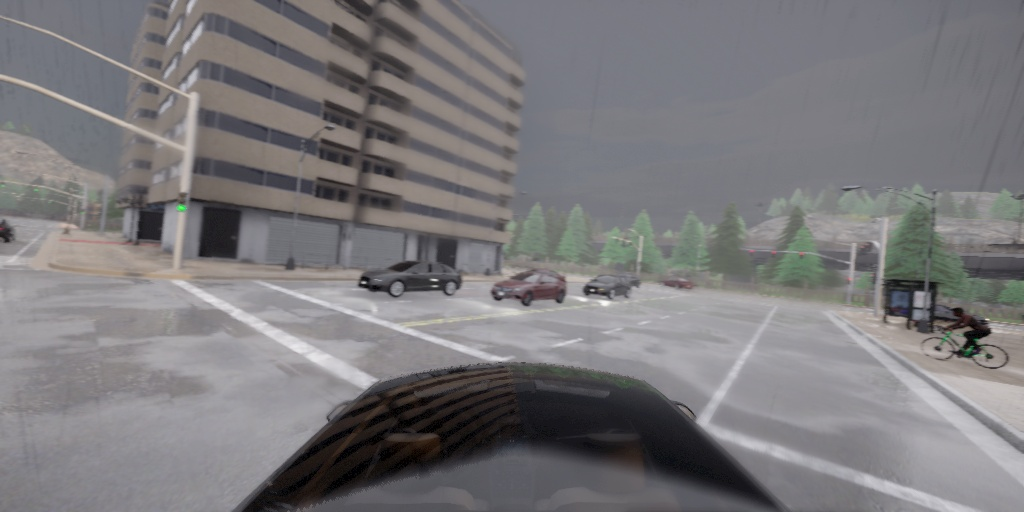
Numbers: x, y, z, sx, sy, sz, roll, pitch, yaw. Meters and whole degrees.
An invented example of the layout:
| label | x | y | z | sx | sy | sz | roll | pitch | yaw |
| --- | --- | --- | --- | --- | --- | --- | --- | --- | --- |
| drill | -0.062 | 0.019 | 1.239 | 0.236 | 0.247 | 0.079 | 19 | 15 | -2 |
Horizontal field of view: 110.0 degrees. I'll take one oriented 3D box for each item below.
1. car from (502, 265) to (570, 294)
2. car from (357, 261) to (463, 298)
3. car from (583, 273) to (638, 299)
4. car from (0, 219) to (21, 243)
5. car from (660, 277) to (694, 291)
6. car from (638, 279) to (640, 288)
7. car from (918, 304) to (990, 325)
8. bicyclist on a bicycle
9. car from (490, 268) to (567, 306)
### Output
| label | x | y | z | sx | sy | sz | roll | pitch | yaw |
| --- | --- | --- | --- | --- | --- | --- | --- | --- | --- |
| car | 1.732 | 1.549 | 23.792 | 1.882 | 1.535 | 5.008 | 5 | 0 | 38 |
| car | -4.332 | 0.948 | 15.991 | 1.837 | 1.490 | 4.892 | 5 | -1 | 38 |
| car | 6.534 | 2.031 | 24.284 | 1.837 | 1.490 | 4.892 | 5 | 0 | 38 |
| car | -33.025 | -1.706 | 22.673 | 4.892 | 1.490 | 1.837 | 5 | -1 | 39 |
| car | 21.583 | 3.549 | 47.132 | 1.882 | 1.535 | 5.008 | 6 | 0 | -12 |
| car | 11.431 | 2.433 | 36.139 | 1.994 | 1.385 | 4.181 | 5 | -1 | 38 |
| car | 35.908 | 4.830 | 30.368 | 5.357 | 1.411 | 2.033 | 5 | -1 | 40 |
| bicyclist on a bicycle | 13.174 | 2.352 | 10.448 | 1.656 | 1.620 | 0.582 | 5 | -1 | 38 |
| car | 0.971 | 1.477 | 17.101 | 1.812 | 1.442 | 4.674 | 5 | -1 | 38 |
